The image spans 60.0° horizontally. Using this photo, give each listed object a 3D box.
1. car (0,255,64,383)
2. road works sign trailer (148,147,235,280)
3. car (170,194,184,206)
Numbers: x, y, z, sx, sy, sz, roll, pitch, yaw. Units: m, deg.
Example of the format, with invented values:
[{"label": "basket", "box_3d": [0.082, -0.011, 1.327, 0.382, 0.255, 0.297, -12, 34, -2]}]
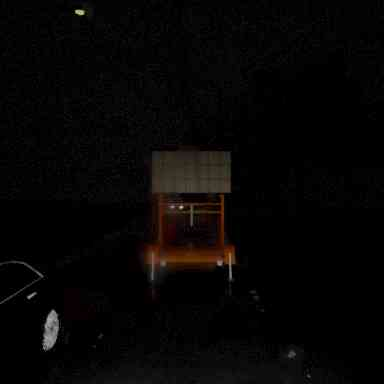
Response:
[{"label": "car", "box_3d": [-2.849, 1.507, 3.208, 1.837, 1.490, 4.892, 0, 0, 0]}, {"label": "road works sign trailer", "box_3d": [-0.011, 0.471, 9.901, 2.380, 3.560, 2.880, 0, 0, 0]}, {"label": "car", "box_3d": [-2.699, 1.458, 59.912, 2.150, 2.045, 5.566, 0, 0, 0]}]
